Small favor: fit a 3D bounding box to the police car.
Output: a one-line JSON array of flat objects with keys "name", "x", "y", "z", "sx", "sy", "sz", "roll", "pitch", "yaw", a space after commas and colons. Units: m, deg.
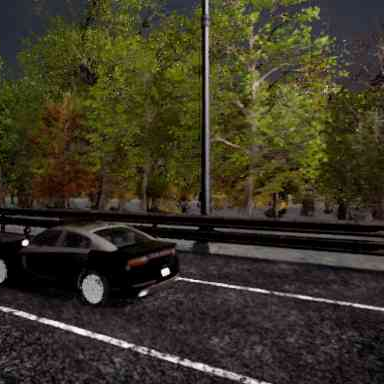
[{"name": "police car", "x": -2.768, "y": 1.398, "z": 7.930, "sx": 5.238, "sy": 1.638, "sz": 1.930, "roll": 0, "pitch": 0, "yaw": 30}]
